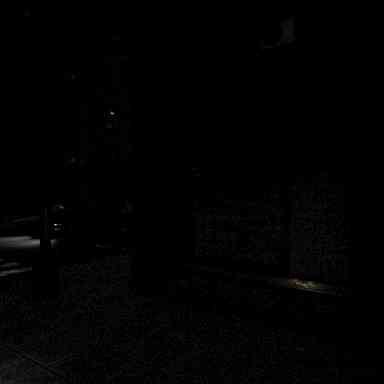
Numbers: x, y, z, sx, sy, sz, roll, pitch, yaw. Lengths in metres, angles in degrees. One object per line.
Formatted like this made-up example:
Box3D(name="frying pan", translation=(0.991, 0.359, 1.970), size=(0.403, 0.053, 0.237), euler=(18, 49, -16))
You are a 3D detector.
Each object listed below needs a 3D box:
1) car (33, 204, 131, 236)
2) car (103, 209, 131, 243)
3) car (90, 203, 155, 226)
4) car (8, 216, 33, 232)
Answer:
Box3D(name="car", translation=(-5.870, 1.523, 18.581), size=(1.837, 1.490, 4.892), euler=(0, 0, 35))
Box3D(name="car", translation=(-1.570, 1.560, 15.166), size=(1.947, 1.339, 4.313), euler=(0, 0, 36))
Box3D(name="car", translation=(-4.940, 1.583, 24.246), size=(2.008, 1.369, 4.403), euler=(0, 0, 36))
Box3D(name="car", translation=(-8.190, 1.554, 19.706), size=(1.752, 1.417, 4.829), euler=(0, 0, 36))
